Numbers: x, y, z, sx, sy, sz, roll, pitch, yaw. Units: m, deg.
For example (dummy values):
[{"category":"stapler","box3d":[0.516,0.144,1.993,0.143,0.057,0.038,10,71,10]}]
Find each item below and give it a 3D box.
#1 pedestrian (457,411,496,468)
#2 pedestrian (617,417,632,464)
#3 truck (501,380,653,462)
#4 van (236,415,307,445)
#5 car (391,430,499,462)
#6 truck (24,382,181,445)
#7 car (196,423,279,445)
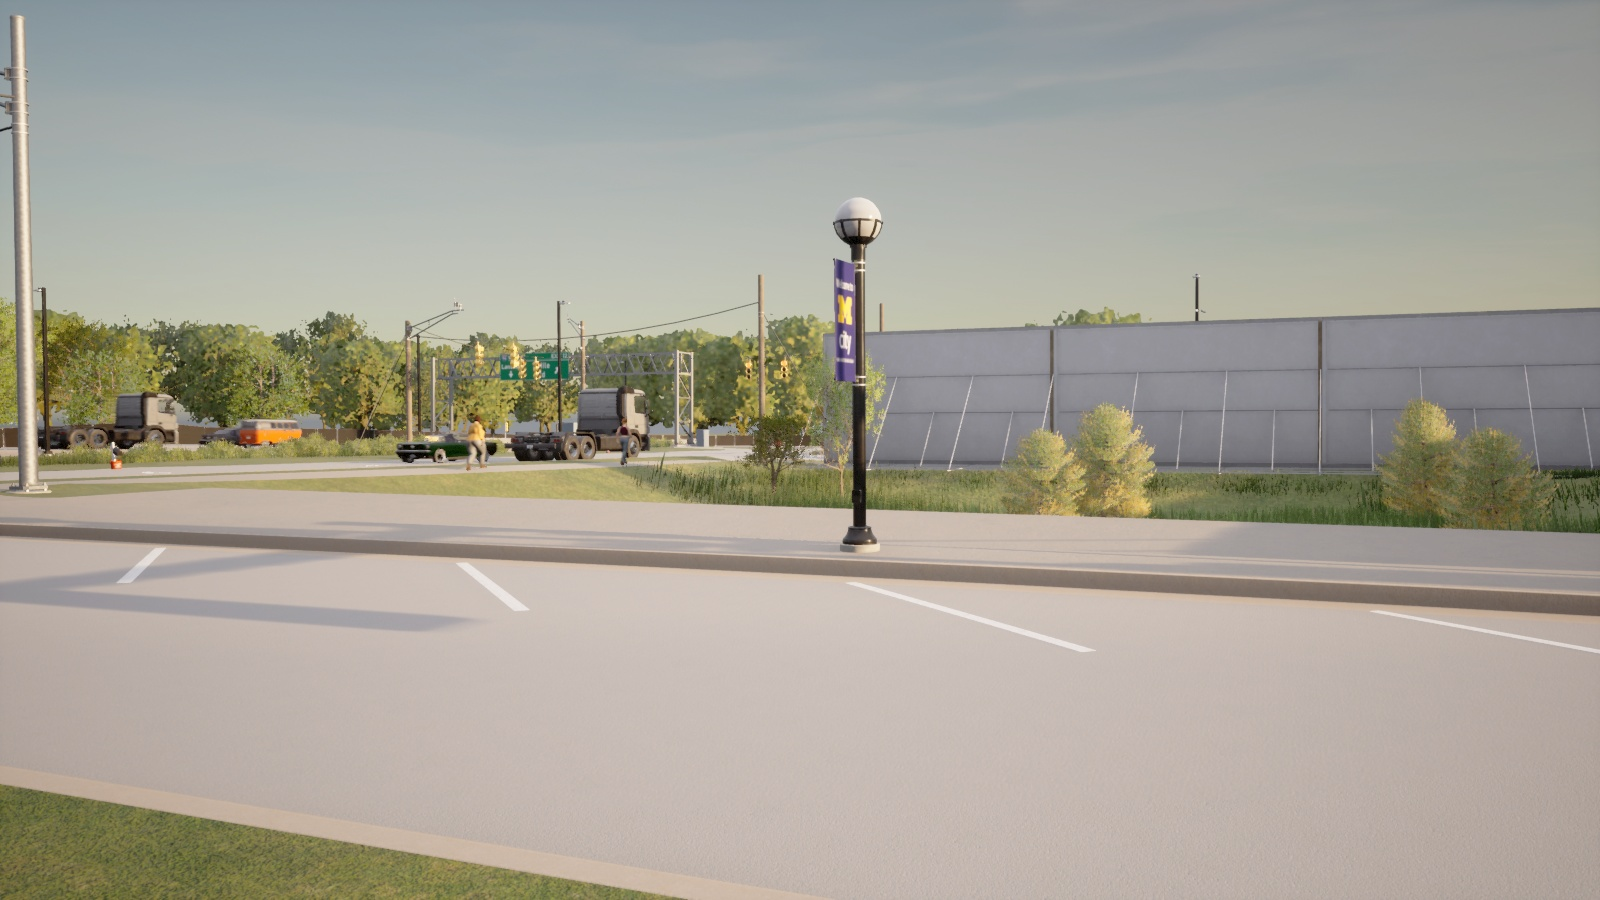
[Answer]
[{"category":"pedestrian","box3d":[-10.547,-0.355,40.977,0.874,1.855,0.900,1,2,23]},{"category":"pedestrian","box3d":[-6.895,-0.393,49.387,0.345,1.836,0.594,1,2,23]},{"category":"truck","box3d":[-9.985,-1.306,57.263,2.891,3.462,7.936,1,1,24]},{"category":"van","box3d":[-35.882,-1.335,85.409,1.775,1.987,4.442,1,0,23]},{"category":"car","box3d":[-15.197,-0.210,54.029,1.895,1.301,4.718,1,1,23]},{"category":"truck","box3d":[-40.755,-2.058,73.715,2.891,3.462,7.936,1,0,23]},{"category":"car","box3d":[-38.958,-1.081,87.135,2.033,1.411,5.357,1,0,23]}]
